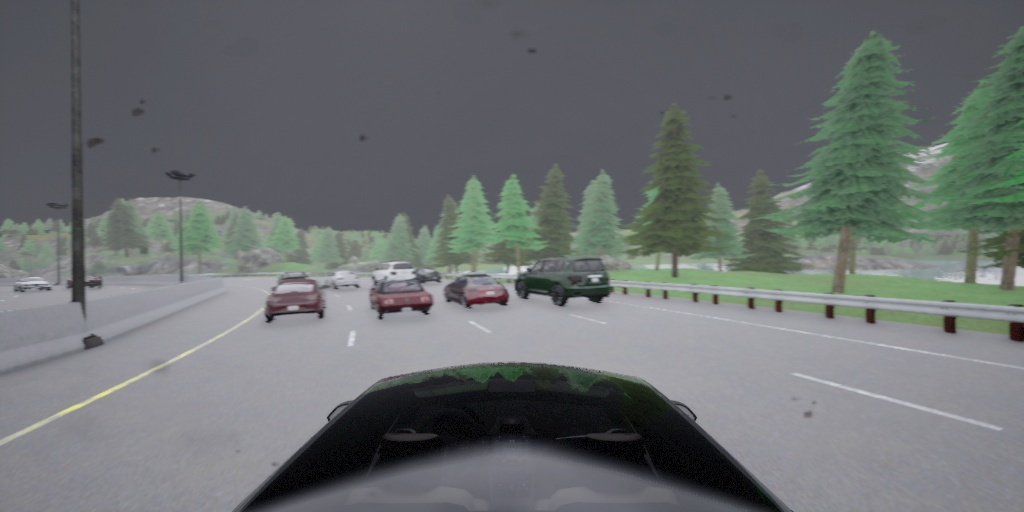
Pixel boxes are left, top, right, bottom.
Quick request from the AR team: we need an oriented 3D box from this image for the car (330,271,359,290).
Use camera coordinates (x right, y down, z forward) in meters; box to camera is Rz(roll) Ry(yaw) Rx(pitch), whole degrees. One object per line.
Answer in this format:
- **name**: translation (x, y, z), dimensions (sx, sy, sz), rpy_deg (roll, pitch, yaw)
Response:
- **car**: translation (-14.009, 1.930, 29.647), dimensions (1.812, 1.442, 4.674), rpy_deg (-1, -1, -38)

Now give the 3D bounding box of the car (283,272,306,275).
- **car**: translation (-16.480, 1.931, 27.130), dimensions (2.128, 1.511, 4.902), rpy_deg (-1, -1, -37)

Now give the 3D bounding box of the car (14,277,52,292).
- **car**: translation (-48.781, 2.875, 36.448), dimensions (4.674, 1.442, 1.812), rpy_deg (-2, -1, 29)

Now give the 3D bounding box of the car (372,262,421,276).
- **car**: translation (-10.021, 1.533, 30.197), dimensions (2.150, 2.045, 5.566), rpy_deg (-1, -1, -37)

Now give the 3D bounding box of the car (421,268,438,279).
- **car**: translation (-8.229, 1.828, 33.593), dimensions (1.812, 1.442, 4.674), rpy_deg (-1, -1, -38)

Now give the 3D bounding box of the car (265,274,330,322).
- **car**: translation (-8.354, 1.619, 14.113), dimensions (1.812, 1.442, 4.674), rpy_deg (-1, 0, -26)

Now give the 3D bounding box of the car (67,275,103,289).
- **car**: translation (-47.021, 2.816, 39.463), dimensions (5.008, 1.535, 1.882), rpy_deg (-2, -1, 29)

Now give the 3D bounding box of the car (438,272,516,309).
- **car**: translation (-1.759, 1.519, 16.510), dimensions (1.994, 1.385, 4.181), rpy_deg (-1, -1, -26)

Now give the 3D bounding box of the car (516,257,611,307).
- **car**: translation (2.129, 1.080, 16.523), dimensions (2.150, 2.045, 5.566), rpy_deg (-1, 0, -25)

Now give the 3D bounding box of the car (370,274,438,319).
- **car**: translation (-4.569, 1.602, 14.326), dimensions (1.895, 1.301, 4.718), rpy_deg (-1, -1, -26)
